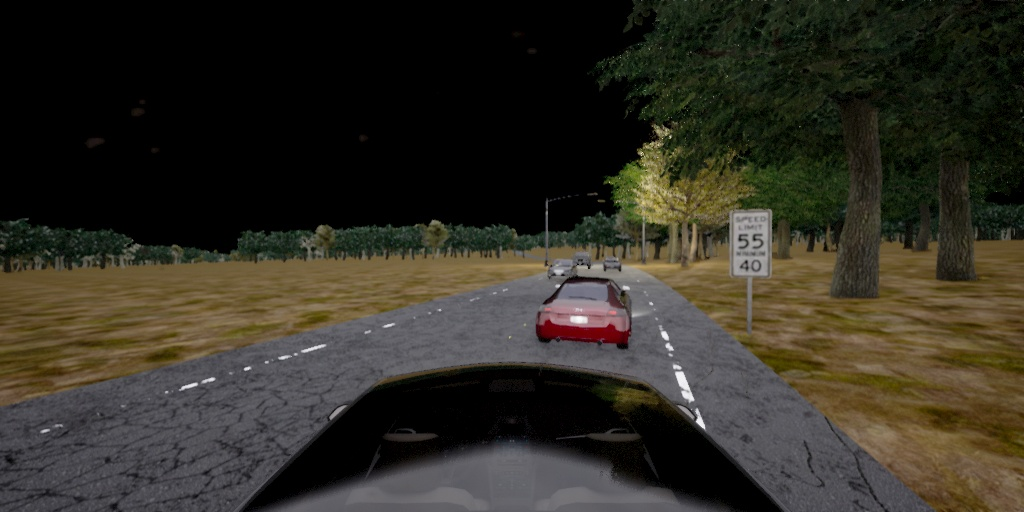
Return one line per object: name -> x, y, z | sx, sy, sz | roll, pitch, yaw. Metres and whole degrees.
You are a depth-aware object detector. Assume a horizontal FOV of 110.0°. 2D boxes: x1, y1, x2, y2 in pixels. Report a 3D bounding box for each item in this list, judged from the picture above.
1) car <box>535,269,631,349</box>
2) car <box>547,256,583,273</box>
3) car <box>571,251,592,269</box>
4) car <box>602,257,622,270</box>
car -> 1.958, 1.210, 9.026 | 1.994, 1.385, 4.181 | 0, 1, 18
car -> 3.967, 0.978, 27.642 | 2.128, 1.511, 4.902 | 0, 0, 16
car -> 8.512, 0.428, 43.749 | 2.150, 2.045, 5.566 | 0, 0, 14
car -> 11.091, 0.914, 39.652 | 2.128, 1.511, 4.902 | 0, 0, 15
